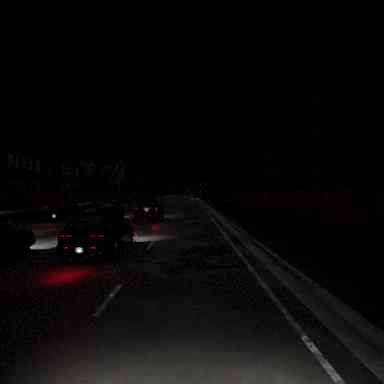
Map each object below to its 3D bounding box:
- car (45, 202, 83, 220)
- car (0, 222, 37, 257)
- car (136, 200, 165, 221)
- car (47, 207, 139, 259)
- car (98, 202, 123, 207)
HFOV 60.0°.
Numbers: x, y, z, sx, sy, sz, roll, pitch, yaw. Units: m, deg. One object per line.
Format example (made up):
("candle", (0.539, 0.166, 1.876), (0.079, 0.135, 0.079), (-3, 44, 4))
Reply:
("car", (-10.469, 1.565, 27.689), (1.837, 1.490, 4.892), (0, 0, 1))
("car", (-6.985, 1.570, 10.482), (2.033, 1.411, 5.357), (0, 0, 0))
("car", (-3.470, 1.410, 27.578), (2.097, 1.767, 4.553), (0, 0, 1))
("car", (-3.463, 1.533, 12.691), (1.837, 1.490, 4.892), (0, 0, 1))
("car", (-6.963, 1.586, 28.343), (1.812, 1.442, 4.674), (0, 0, 1))
